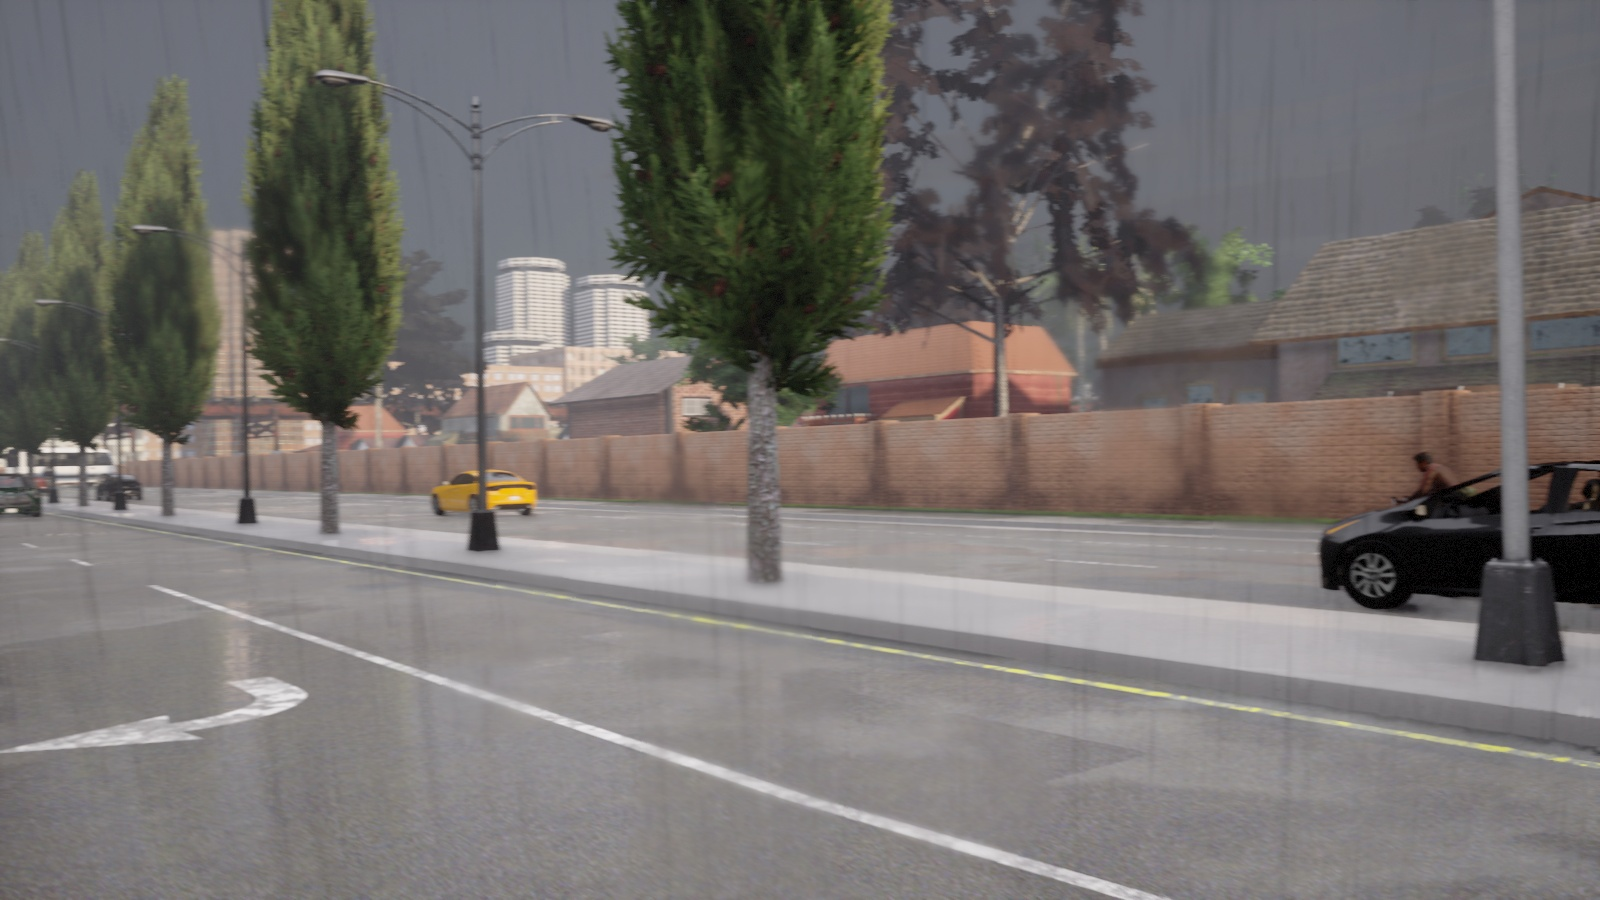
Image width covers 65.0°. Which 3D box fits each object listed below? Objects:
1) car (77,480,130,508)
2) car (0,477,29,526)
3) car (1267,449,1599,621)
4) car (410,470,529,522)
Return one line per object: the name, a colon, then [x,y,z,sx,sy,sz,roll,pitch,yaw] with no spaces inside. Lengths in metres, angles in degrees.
car: [-39.933,2.481,71.911,1.837,1.490,4.892,-1,0,-39]
car: [-30.856,1.941,47.704,2.097,1.767,4.553,-1,0,-39]
car: [7.340,0.780,12.655,2.007,1.525,4.514,-1,0,-39]
car: [-10.880,1.478,41.105,1.882,1.535,5.008,-1,0,-39]
